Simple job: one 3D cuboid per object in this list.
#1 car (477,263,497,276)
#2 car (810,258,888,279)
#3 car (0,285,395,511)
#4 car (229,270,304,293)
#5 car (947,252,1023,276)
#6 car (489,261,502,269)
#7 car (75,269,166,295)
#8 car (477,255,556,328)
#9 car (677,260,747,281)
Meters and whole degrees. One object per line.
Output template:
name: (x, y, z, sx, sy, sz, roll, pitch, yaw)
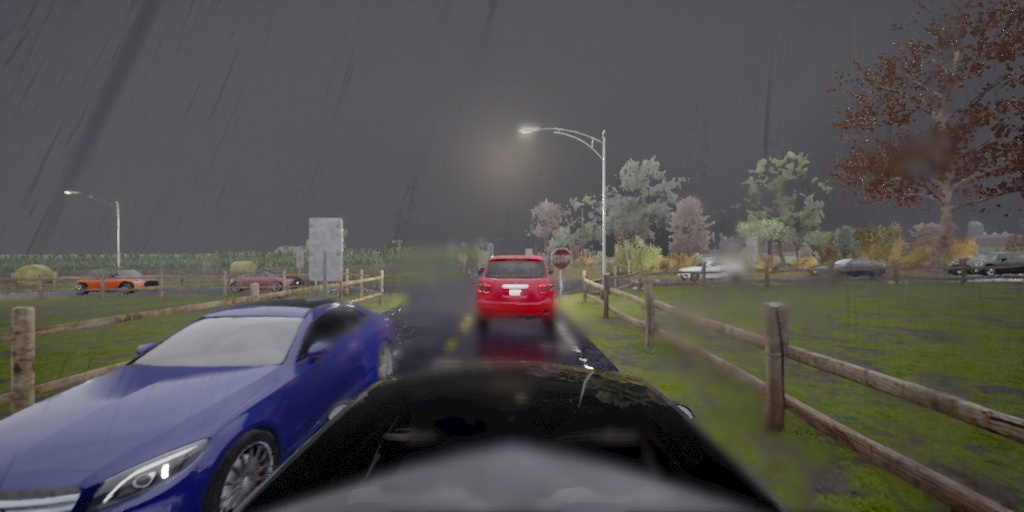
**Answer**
car: (-2.791, 1.477, 40.682, 1.895, 1.301, 4.718, 0, 0, 0)
car: (24.452, 0.888, 26.088, 4.674, 1.442, 1.812, -1, 0, 1)
car: (-2.823, 1.281, 4.194, 1.812, 1.442, 4.674, 0, 0, 0)
car: (-16.314, 1.657, 23.957, 4.181, 1.385, 1.994, -1, 0, 0)
car: (34.623, 0.540, 25.877, 4.553, 1.767, 2.097, -1, 0, 1)
car: (-2.760, 1.521, 60.661, 1.994, 1.385, 4.181, 0, 0, 0)
car: (-26.237, 1.631, 24.163, 4.553, 1.767, 2.097, -1, 0, 1)
car: (0.206, 0.999, 11.653, 2.150, 2.045, 5.566, 0, 0, 3)
car: (14.584, 1.061, 26.288, 4.674, 1.442, 1.812, -1, 0, 1)
